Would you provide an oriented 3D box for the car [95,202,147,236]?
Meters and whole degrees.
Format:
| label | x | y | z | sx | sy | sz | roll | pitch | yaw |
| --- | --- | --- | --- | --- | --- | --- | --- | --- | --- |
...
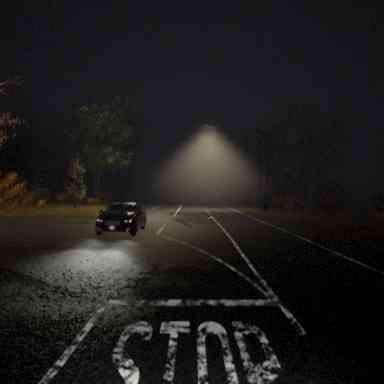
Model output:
| label | x | y | z | sx | sy | sz | roll | pitch | yaw |
| --- | --- | --- | --- | --- | --- | --- | --- | --- | --- |
| car | -3.440 | 1.265 | 16.788 | 2.128 | 1.511 | 4.902 | 1 | 0 | 0 |
